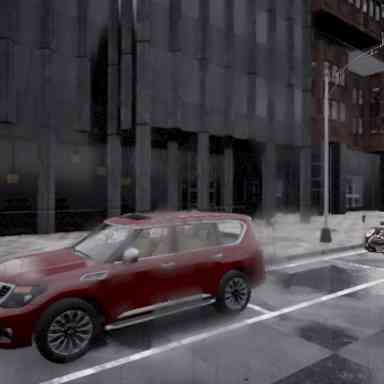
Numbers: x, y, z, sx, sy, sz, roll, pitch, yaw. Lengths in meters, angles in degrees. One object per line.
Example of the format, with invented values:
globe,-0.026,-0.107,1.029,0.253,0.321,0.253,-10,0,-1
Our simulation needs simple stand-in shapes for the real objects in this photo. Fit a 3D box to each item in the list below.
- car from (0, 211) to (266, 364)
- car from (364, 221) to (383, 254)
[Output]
car,-0.826,1.327,6.057,5.009,1.841,2.192,0,0,-36
car,8.306,1.505,12.575,4.097,1.590,1.967,0,0,-36
